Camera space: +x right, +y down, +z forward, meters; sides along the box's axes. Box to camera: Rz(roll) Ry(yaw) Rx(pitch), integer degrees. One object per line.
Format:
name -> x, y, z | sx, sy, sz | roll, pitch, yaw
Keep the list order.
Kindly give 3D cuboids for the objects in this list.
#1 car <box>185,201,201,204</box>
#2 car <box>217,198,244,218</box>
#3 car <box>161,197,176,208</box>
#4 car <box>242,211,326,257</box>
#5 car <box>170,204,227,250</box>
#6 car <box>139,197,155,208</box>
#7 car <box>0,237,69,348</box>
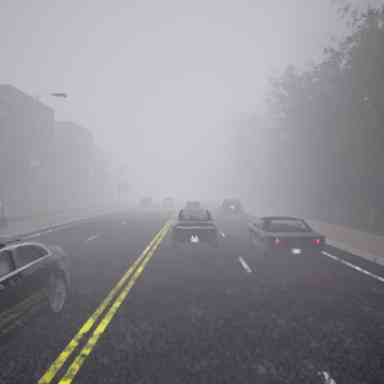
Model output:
car -> 0.100, 1.520, 31.107 | 1.812, 1.442, 4.674 | 0, 0, 0
car -> 3.350, 1.347, 29.812 | 2.097, 1.767, 4.553 | 0, 0, 0
car -> -3.330, 1.517, 48.197 | 1.812, 1.442, 4.674 | 0, 0, 0
car -> 3.350, 1.599, 12.868 | 1.895, 1.301, 4.718 | 0, 0, 0
car -> 0.100, 1.489, 14.256 | 2.128, 1.511, 4.902 | 0, 0, 0
car -> -6.578, 1.498, 48.554 | 1.837, 1.490, 4.892 | 0, -1, 0
car -> -3.351, 1.491, 4.706 | 2.128, 1.511, 4.902 | 0, 0, 0
